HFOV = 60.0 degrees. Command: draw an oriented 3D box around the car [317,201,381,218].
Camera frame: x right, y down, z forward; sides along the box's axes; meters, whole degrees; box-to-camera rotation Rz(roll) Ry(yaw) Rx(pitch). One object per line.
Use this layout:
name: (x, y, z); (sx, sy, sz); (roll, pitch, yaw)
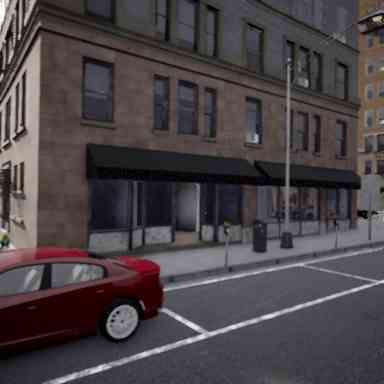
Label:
car: (15.207, 1.644, 32.625); (2.033, 1.411, 5.357); (1, 0, -35)

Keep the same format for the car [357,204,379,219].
car: (13.445, 1.652, 29.471); (1.895, 1.301, 4.718); (1, 0, -35)

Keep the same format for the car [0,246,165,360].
car: (-2.570, 1.549, 4.923); (4.507, 1.381, 1.887); (1, 0, -35)
